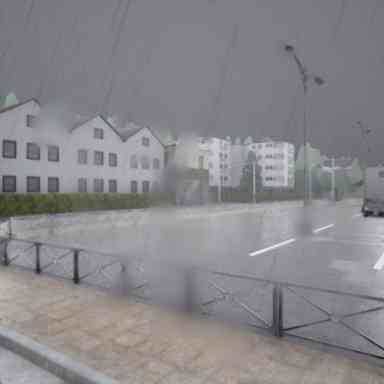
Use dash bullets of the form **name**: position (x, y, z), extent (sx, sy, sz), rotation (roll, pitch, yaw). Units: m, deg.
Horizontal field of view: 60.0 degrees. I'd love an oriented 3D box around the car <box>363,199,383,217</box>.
- **car**: position (15.179, 1.298, 26.983), extent (2.007, 1.523, 4.514), rotation (0, 0, 35)
